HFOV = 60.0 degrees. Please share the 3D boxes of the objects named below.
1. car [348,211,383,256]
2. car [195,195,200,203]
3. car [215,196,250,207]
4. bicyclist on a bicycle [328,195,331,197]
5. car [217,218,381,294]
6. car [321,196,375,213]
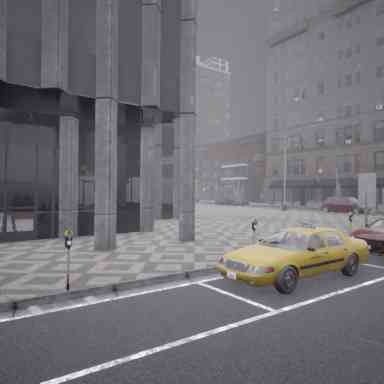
[{"bbox_3d":[7.555,1.548,12.160,4.507,1.381,1.887,0,1,-36],"label":"car"},{"bbox_3d":[-0.593,1.089,58.195,2.128,1.511,4.902,1,0,-35],"label":"car"},{"bbox_3d":[5.266,1.247,44.438,2.033,1.411,5.357,1,0,-35],"label":"car"},{"bbox_3d":[16.356,1.159,39.546,1.656,1.620,0.582,0,0,-35],"label":"bicyclist on a bicycle"},{"bbox_3d":[2.841,1.527,8.790,4.829,1.417,1.752,0,1,-36],"label":"car"},{"bbox_3d":[14.598,1.199,31.221,2.097,1.767,4.553,1,0,-35],"label":"car"}]
